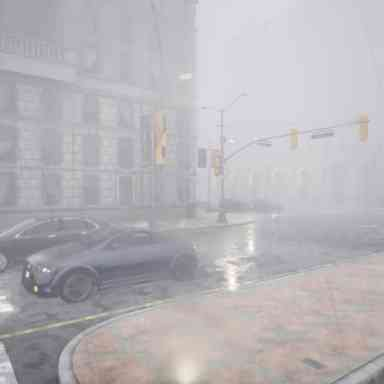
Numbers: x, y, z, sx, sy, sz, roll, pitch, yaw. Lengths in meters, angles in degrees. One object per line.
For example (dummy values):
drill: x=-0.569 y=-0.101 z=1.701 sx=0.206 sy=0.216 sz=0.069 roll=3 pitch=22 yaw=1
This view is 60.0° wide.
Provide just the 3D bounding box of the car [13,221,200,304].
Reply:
car: x=-1.848 y=1.564 z=8.200 sx=4.181 sy=1.385 sz=1.994 roll=0 pitch=0 yaw=-35

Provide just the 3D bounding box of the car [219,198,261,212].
car: x=5.126 y=1.492 z=38.467 sx=2.128 sy=1.511 sz=4.902 roll=0 pitch=0 yaw=-36

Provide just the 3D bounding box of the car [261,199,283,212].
car: x=8.636 y=1.526 z=39.583 sx=1.812 sy=1.442 sz=4.674 roll=0 pitch=0 yaw=-36

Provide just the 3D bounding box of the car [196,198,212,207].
car: x=1.004 y=1.601 z=50.203 sx=1.895 sy=1.301 sz=4.718 roll=0 pitch=0 yaw=-36

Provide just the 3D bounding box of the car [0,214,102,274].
car: x=-4.589 y=1.504 z=10.546 sx=4.892 sy=1.490 sz=1.837 roll=0 pitch=0 yaw=-35
